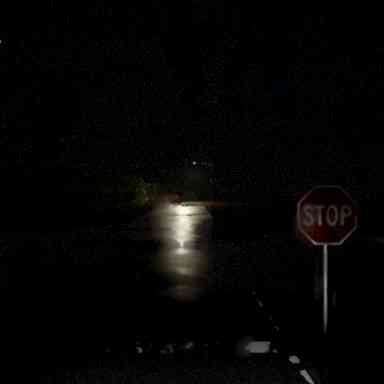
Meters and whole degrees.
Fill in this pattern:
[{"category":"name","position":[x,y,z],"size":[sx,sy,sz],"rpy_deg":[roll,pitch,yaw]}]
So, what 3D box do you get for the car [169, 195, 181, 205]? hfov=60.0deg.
[{"category":"car","position":[-2.808,1.312,55.783],"size":[1.882,1.535,5.008],"rpy_deg":[0,0,0]}]
